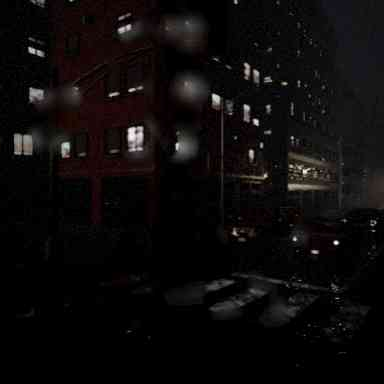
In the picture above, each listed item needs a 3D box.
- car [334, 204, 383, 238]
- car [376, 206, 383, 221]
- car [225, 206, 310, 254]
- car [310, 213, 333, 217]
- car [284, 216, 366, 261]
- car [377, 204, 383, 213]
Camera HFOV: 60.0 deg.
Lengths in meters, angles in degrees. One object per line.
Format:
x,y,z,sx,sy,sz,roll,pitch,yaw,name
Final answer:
10.798,1.803,21.017,2.097,1.767,4.553,0,-1,35,car
21.274,2.325,35.742,2.033,1.411,5.357,0,-1,36,car
3.403,1.593,15.096,2.192,1.841,5.009,-1,-2,35,car
6.696,1.925,19.737,1.887,1.381,4.507,-1,-2,35,car
5.701,1.893,13.831,1.895,1.301,4.718,0,-1,35,car
33.047,2.749,56.908,1.887,1.381,4.507,-1,-2,35,car
